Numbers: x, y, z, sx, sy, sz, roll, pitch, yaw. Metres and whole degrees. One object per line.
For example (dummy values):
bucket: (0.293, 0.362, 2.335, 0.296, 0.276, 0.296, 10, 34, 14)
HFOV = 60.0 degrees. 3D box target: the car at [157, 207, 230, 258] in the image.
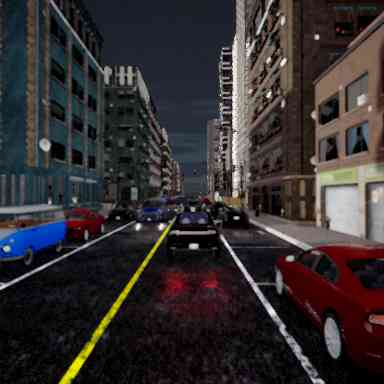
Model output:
car: (0.077, 1.514, 12.844, 2.128, 1.511, 4.902, 0, -1, 0)

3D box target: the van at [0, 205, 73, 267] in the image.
van: (-5.682, 1.364, 11.234, 1.690, 1.788, 3.998, 0, 0, 0)

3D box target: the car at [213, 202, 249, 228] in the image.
car: (2.697, 1.613, 22.268, 1.947, 1.339, 4.313, 0, 0, 0)

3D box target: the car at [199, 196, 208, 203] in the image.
car: (2.695, 1.628, 76.777, 1.967, 1.590, 4.097, 0, 0, 0)

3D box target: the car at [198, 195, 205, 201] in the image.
car: (2.694, 1.678, 93.359, 1.967, 1.590, 4.097, 0, 0, 0)

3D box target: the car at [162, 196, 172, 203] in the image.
car: (-5.686, 1.732, 76.778, 1.887, 1.381, 4.507, 0, 0, 0)

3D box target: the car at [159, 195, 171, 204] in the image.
car: (-5.685, 1.487, 71.250, 2.192, 1.841, 5.009, 0, 0, 0)

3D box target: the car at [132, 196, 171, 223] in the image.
car: (-3.086, 1.408, 26.252, 2.097, 1.767, 4.553, 0, 0, 0)

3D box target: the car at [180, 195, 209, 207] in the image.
car: (0.079, 1.413, 28.009, 2.097, 1.767, 4.553, 0, 0, 0)

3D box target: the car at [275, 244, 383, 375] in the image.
car: (2.697, 1.557, 5.698, 1.887, 1.381, 4.507, 0, 0, 0)

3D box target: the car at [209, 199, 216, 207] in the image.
car: (2.696, 1.638, 33.316, 1.947, 1.339, 4.313, 0, 0, 0)

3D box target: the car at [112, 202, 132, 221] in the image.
car: (-5.685, 1.625, 27.804, 1.947, 1.339, 4.313, 0, 0, 0)

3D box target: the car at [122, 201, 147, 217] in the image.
car: (-5.685, 1.654, 33.327, 1.802, 1.307, 4.206, 0, 0, 0)

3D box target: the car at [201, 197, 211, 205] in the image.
car: (2.695, 1.738, 65.721, 1.802, 1.307, 4.206, 0, 0, 0)

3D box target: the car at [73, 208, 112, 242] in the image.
car: (-5.684, 1.580, 16.757, 1.887, 1.381, 4.507, 0, 0, 0)
